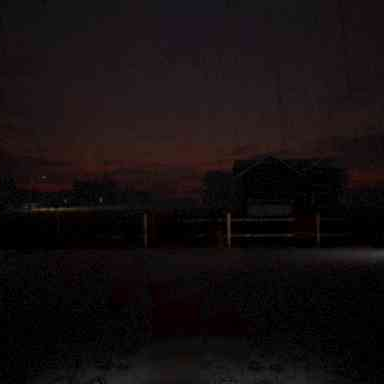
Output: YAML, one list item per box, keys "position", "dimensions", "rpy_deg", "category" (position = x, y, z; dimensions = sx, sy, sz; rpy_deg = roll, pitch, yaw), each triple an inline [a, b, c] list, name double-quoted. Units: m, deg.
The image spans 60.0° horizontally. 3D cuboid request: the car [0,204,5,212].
- position: [-34.842, 2.853, 58.602]
  dimensions: [1.837, 1.490, 4.892]
  rpy_deg: [0, -1, 1]
  category: "car"
